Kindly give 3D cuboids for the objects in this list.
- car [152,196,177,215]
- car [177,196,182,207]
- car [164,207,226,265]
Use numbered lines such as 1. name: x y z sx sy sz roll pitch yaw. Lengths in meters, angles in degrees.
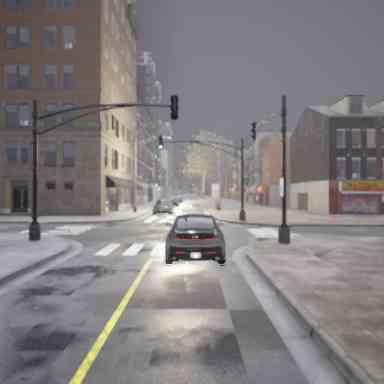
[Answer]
1. car: -2.844 1.460 33.280 1.837 1.490 4.892 0 1 0
2. car: -2.831 1.541 47.977 1.895 1.301 4.718 0 0 0
3. car: 0.103 1.497 11.597 1.837 1.490 4.892 0 0 0
